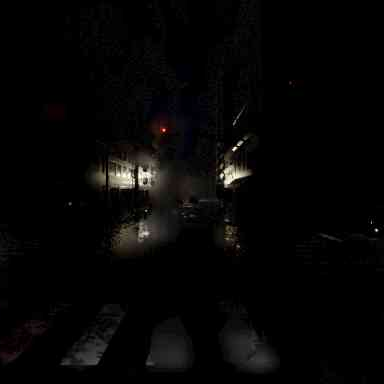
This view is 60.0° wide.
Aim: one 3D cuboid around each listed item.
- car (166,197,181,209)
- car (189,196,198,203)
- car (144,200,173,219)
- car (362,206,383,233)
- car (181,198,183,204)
[{"bbox_3d":[-2.956,1.622,45.231,1.895,1.301,4.718,0,0,0],"label":"car"},{"bbox_3d":[0.297,1.546,71.084,1.882,1.535,5.008,0,0,0],"label":"car"},{"bbox_3d":[-3.010,1.606,29.187,1.895,1.301,4.718,0,0,0],"label":"car"},{"bbox_3d":[11.369,1.383,15.707,5.357,1.411,2.033,-1,0,0],"label":"car"},{"bbox_3d":[-2.812,1.617,63.715,1.994,1.385,4.181,0,0,0],"label":"car"}]
